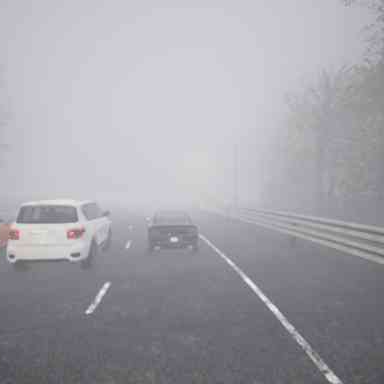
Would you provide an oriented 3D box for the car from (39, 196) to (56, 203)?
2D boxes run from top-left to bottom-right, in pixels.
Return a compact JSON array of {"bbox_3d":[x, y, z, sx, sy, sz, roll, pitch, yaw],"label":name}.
[{"bbox_3d":[-31.878,1.639,73.217,1.882,1.535,5.008,0,0,-45],"label":"car"}]

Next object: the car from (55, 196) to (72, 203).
[{"bbox_3d":[-29.284,1.670,75.567,1.812,1.442,4.674,0,0,-45],"label":"car"}]

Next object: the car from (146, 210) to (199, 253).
[{"bbox_3d":[-0.874,1.489,13.912,1.882,1.535,5.008,0,0,-6],"label":"car"}]

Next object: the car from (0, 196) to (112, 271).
[{"bbox_3d":[-4.108,1.250,11.224,2.150,2.045,5.566,0,0,-6],"label":"car"}]
